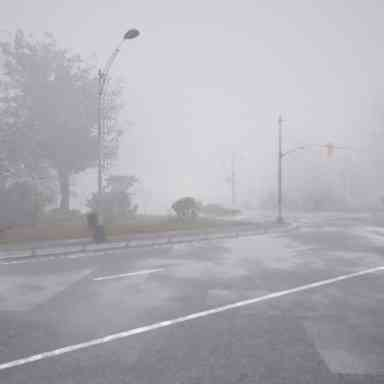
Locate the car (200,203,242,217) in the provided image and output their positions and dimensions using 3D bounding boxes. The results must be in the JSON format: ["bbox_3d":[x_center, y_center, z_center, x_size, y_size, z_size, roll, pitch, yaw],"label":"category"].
[{"bbox_3d":[2.958,1.844,35.300,2.033,1.411,5.357,0,-2,-32],"label":"car"}]
